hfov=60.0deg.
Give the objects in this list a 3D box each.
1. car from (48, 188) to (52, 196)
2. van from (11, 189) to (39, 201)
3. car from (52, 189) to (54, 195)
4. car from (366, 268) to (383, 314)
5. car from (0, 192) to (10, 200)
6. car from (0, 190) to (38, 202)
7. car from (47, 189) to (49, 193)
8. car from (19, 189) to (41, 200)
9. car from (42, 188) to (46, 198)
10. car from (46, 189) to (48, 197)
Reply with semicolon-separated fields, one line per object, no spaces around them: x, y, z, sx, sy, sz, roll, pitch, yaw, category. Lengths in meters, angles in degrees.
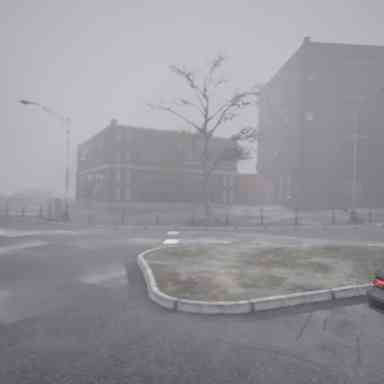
-35.325;0.356;75.105;5.566;2.045;2.435;2;0;-19;car
-31.044;0.597;62.017;4.442;1.987;1.878;2;0;-19;van
-37.203;0.263;80.470;5.566;2.045;2.435;2;0;-19;car
5.682;1.560;5.766;5.357;1.411;2.033;0;0;-18;car
-36.488;0.766;63.756;1.895;1.301;4.718;2;0;-19;car
-28.290;0.948;54.144;4.792;1.488;2.163;2;0;-19;car
-34.462;0.653;72.469;4.892;1.521;2.231;2;0;-19;car
-29.973;0.737;59.311;4.553;1.767;2.185;2;0;-19;car
-32.652;0.617;67.212;4.553;1.767;2.185;2;0;-19;car
-33.622;0.694;69.951;5.008;1.535;2.097;2;0;-19;car
